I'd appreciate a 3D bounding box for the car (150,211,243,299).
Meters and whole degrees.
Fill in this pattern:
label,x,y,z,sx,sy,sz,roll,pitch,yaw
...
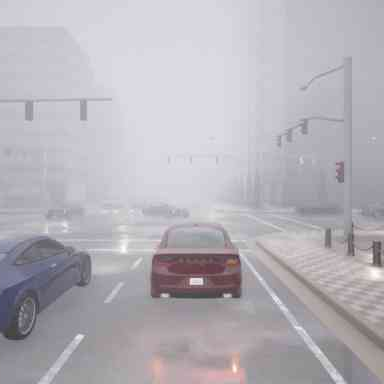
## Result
label,x,y,z,sx,sy,sz,roll,pitch,yaw
car,0.097,1.478,8.535,1.882,1.535,5.008,0,0,0

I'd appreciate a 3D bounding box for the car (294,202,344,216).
label,x,y,z,sx,sy,sz,roll,pitch,yaw
car,12.044,1.545,30.959,4.718,1.301,1.895,0,0,1

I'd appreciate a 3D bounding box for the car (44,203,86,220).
label,x,y,z,sx,sy,sz,roll,pitch,yaw
car,-10.547,1.571,27.881,1.895,1.301,4.718,0,0,0

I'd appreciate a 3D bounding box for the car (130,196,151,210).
label,x,y,z,sx,sy,sz,roll,pitch,yaw
car,-6.983,1.526,44.102,1.812,1.442,4.674,0,0,-1

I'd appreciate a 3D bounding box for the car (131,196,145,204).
label,x,y,z,sx,sy,sz,roll,pitch,yaw
car,-10.410,1.507,64.478,1.837,1.490,4.892,0,-1,1

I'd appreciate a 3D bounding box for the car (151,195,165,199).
label,x,y,z,sx,sy,sz,roll,pitch,yaw
car,-6.925,1.492,63.301,2.128,1.511,4.902,0,0,1

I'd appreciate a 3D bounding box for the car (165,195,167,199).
label,x,y,z,sx,sy,sz,roll,pitch,yaw
car,-6.844,1.514,78.535,2.128,1.511,4.902,0,0,0

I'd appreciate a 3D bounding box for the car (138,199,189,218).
label,x,y,z,sx,sy,sz,roll,pitch,yaw
car,-2.265,1.563,27.964,1.895,1.301,4.718,0,0,-40

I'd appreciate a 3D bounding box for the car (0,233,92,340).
label,x,y,z,sx,sy,sz,roll,pitch,yaw
car,-3.417,1.526,6.407,1.812,1.442,4.674,0,0,0

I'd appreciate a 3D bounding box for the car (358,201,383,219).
label,x,y,z,sx,sy,sz,roll,pitch,yaw
car,16.335,1.436,27.413,4.902,1.511,2.128,0,0,0

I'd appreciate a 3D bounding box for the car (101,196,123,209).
label,x,y,z,sx,sy,sz,roll,pitch,yaw
car,-10.511,1.352,44.035,2.097,1.767,4.553,0,0,0

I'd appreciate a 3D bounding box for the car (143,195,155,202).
label,x,y,z,sx,sy,sz,roll,pitch,yaw
car,-10.342,1.509,79.792,2.128,1.511,4.902,0,0,0
